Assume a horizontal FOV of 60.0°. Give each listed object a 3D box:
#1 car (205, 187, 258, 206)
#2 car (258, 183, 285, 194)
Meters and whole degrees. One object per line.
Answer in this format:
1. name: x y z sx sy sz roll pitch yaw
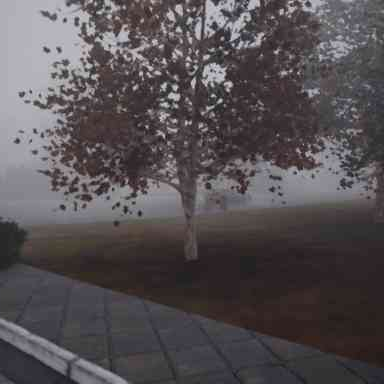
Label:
1. car: 3.528 0.504 31.141 4.892 1.490 1.837 -3 3 -34
2. car: 11.022 -0.506 47.747 4.892 1.490 1.837 -2 3 -27
